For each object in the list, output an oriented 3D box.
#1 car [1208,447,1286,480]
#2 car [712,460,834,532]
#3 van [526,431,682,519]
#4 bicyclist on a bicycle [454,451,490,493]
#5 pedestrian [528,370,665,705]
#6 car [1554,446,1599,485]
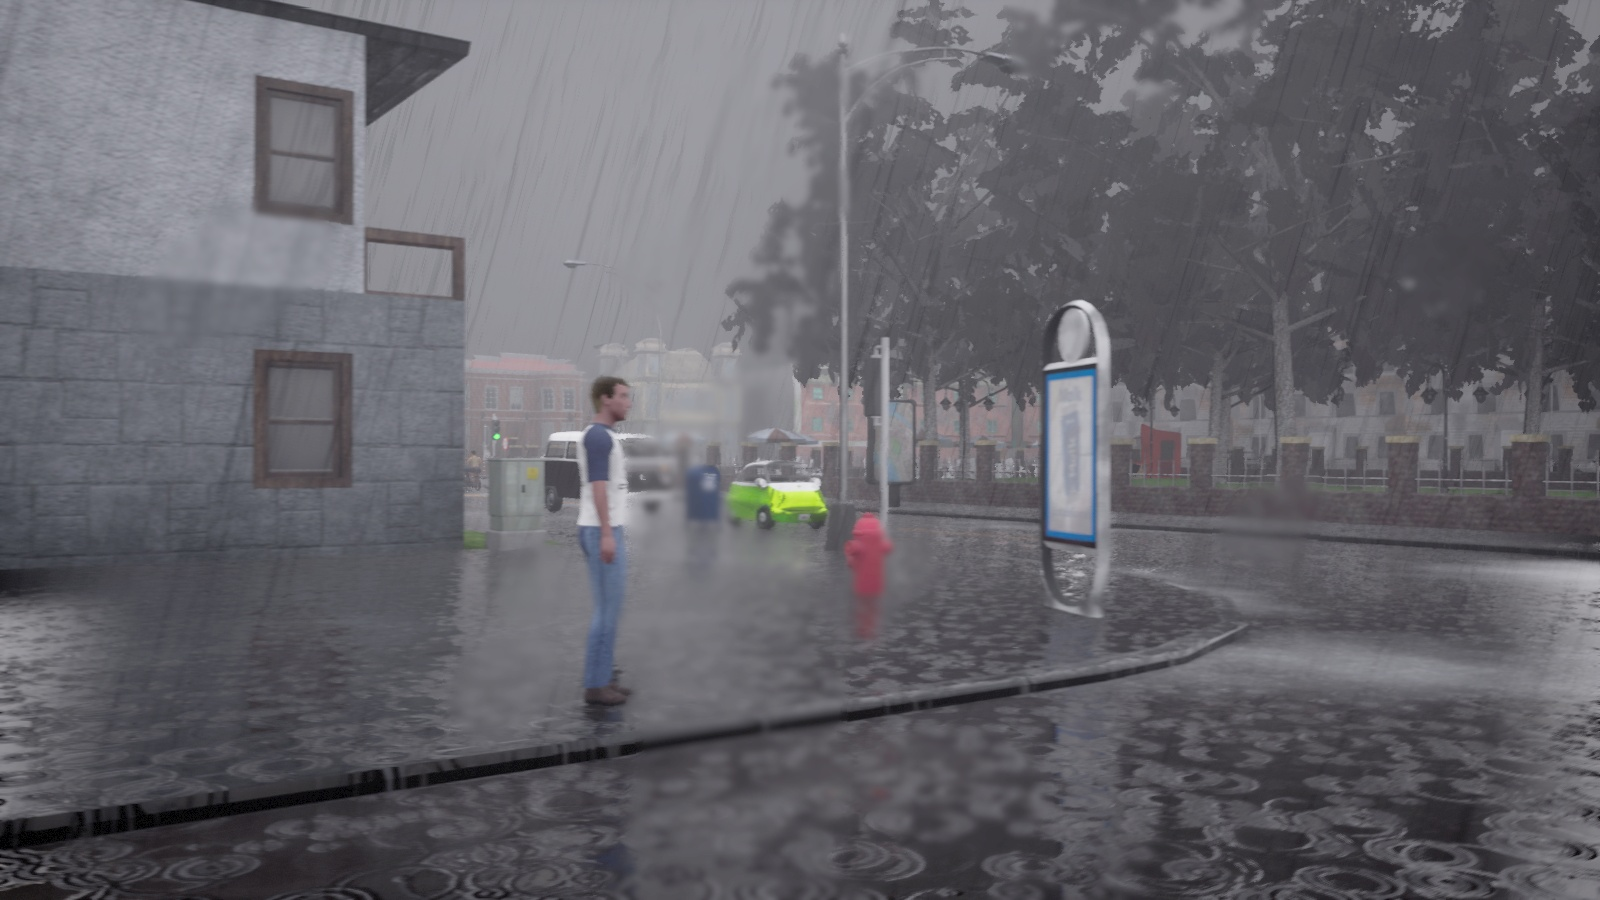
[{"bbox_3d":[25.939,0.782,73.019,1.905,1.878,3.866,0,0,-35],"label":"car"},{"bbox_3d":[-0.563,0.890,25.298,1.481,1.376,2.207,0,-1,-35],"label":"car"},{"bbox_3d":[-4.986,0.580,31.516,2.069,2.038,4.480,0,0,-35],"label":"van"},{"bbox_3d":[-12.995,0.867,49.722,0.866,1.612,1.509,0,0,-36],"label":"bicyclist on a bicycle"},{"bbox_3d":[-1.136,0.480,7.066,0.706,1.836,0.354,0,0,2],"label":"pedestrian"},{"bbox_3d":[39.279,0.731,61.195,1.905,1.878,3.866,0,0,-35],"label":"car"}]
